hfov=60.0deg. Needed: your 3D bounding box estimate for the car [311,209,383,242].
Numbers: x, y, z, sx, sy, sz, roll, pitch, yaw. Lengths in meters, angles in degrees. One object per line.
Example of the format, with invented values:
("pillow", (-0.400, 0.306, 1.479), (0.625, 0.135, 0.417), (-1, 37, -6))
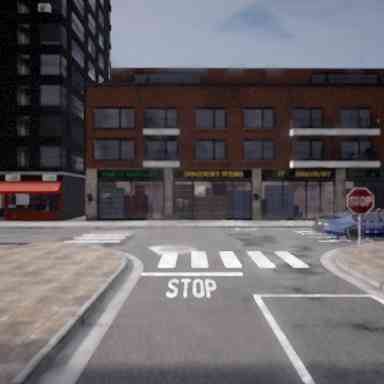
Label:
("car", (8.421, 1.481, 15.437), (5.357, 1.411, 2.033), (0, 0, 0))
